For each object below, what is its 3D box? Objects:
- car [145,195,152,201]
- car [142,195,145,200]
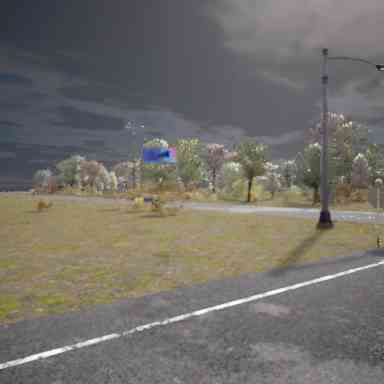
[{"bbox_3d":[-6.286,1.011,61.528,2.097,1.767,4.553,0,0,-33],"label":"car"},{"bbox_3d":[-9.302,1.253,65.944,1.895,1.301,4.718,0,0,-34],"label":"car"}]
